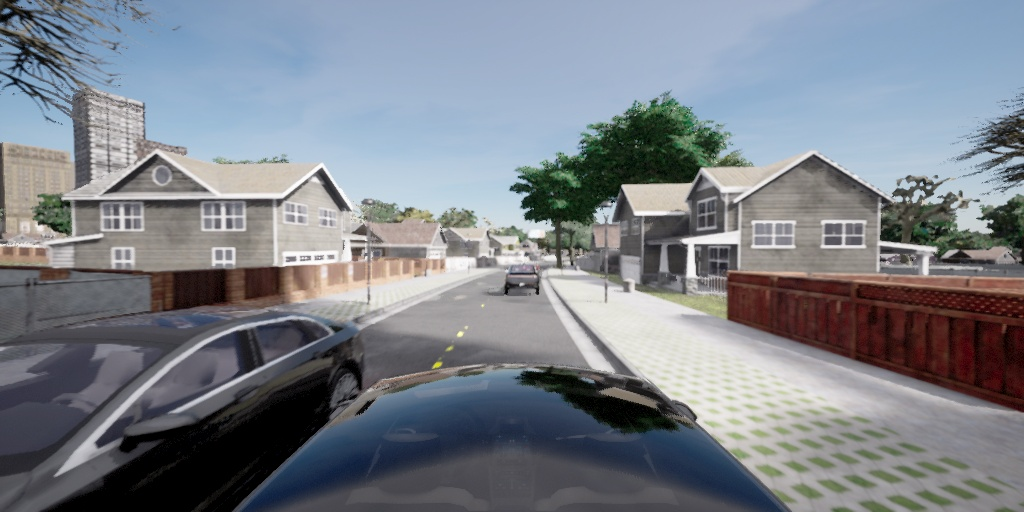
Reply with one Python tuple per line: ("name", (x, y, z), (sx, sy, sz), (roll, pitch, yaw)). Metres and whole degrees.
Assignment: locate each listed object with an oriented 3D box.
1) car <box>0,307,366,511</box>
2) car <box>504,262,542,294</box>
("car", (-2.797, 1.236, 2.652), (2.128, 1.511, 4.902), (0, 0, 1))
("car", (0.600, 1.183, 19.791), (2.128, 1.511, 4.902), (0, 0, 3))
